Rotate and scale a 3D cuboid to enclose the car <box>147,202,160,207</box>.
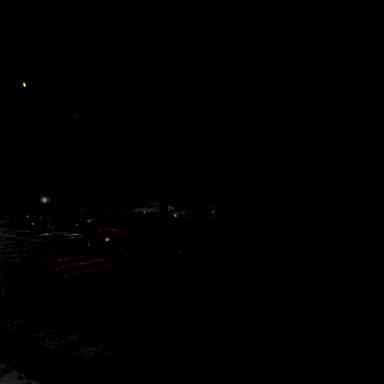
[{"bbox_3d":[-3.355,1.652,29.462,1.812,1.442,4.674,1,0,35],"label":"car"}]

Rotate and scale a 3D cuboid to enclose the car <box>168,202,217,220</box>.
[{"bbox_3d":[0.074,1.677,28.680,2.128,1.511,4.902,1,0,35],"label":"car"}]

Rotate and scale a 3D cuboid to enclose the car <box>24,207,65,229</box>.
[{"bbox_3d":[-8.494,1.652,22.207,1.895,1.301,4.718,1,0,35],"label":"car"}]

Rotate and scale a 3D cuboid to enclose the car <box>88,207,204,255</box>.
[{"bbox_3d":[-1.752,1.654,14.519,1.882,1.535,5.008,1,0,35],"label":"car"}]

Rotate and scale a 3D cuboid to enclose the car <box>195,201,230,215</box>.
[{"bbox_3d":[2.403,1.777,37.569,1.994,1.385,4.181,1,0,36],"label":"car"}]

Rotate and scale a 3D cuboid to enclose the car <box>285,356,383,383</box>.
[{"bbox_3d":[2.446,1.545,1.216,4.507,1.381,1.887,0,1,35],"label":"car"}]

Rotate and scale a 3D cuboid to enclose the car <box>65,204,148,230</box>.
[{"bbox_3d":[-5.281,1.632,21.115,1.812,1.442,4.674,1,0,35],"label":"car"}]
